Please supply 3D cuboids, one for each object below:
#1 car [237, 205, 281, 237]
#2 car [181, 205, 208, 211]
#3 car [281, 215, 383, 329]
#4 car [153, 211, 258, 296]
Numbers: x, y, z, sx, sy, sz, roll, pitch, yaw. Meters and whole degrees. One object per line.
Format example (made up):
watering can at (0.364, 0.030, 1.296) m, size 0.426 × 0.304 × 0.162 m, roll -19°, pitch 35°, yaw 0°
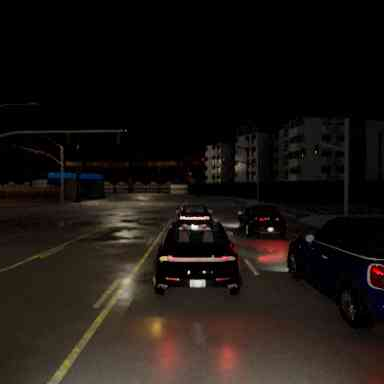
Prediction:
car at (3.625, 1.459, 17.772) m, size 1.837 × 1.490 × 4.892 m, roll 0°, pitch 0°, yaw 0°
car at (0.126, 1.440, 18.157) m, size 2.128 × 1.511 × 4.902 m, roll 0°, pitch 0°, yaw 0°
car at (3.610, 1.346, 7.084) m, size 2.097 × 1.767 × 4.553 m, roll 0°, pitch 0°, yaw 0°
car at (0.111, 1.484, 8.632) m, size 2.128 × 1.511 × 4.902 m, roll 0°, pitch 0°, yaw 0°
